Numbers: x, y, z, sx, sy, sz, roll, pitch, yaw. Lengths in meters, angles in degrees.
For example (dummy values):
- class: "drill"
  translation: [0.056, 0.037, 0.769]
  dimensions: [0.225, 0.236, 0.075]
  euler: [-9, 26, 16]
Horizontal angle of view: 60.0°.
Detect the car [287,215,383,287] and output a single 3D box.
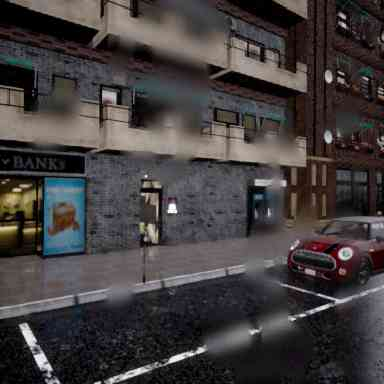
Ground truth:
- class: "car"
  translation: [4.530, 1.442, 9.327]
  dimensions: [4.097, 1.590, 1.967]
  euler: [0, 1, -36]
